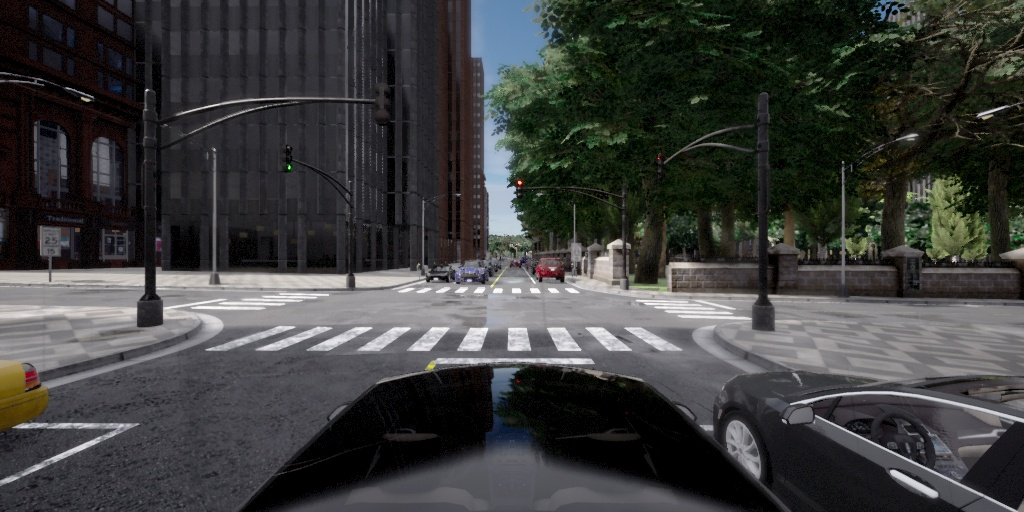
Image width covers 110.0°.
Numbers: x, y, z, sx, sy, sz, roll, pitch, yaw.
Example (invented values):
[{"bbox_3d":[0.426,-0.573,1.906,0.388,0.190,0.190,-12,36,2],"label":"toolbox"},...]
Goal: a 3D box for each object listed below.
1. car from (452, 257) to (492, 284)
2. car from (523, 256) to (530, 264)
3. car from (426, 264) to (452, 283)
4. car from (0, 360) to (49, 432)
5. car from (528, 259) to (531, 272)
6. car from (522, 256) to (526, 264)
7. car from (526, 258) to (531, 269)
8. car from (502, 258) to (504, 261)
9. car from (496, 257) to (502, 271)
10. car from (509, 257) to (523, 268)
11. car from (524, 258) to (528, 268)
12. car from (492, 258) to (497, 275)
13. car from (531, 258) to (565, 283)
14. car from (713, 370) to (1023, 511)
[{"bbox_3d":[-2.904,1.111,26.850,2.097,1.767,4.553,0,0,0],"label":"car"},{"bbox_3d":[3.186,1.230,55.670,1.967,1.591,4.097,0,0,0],"label":"car"},{"bbox_3d":[-5.554,1.326,28.447,1.948,1.339,4.313,0,0,0],"label":"car"},{"bbox_3d":[-5.766,1.275,1.613,1.751,1.417,4.829,0,0,0],"label":"car"},{"bbox_3d":[3.057,1.338,39.301,1.948,1.339,4.313,0,0,0],"label":"car"},{"bbox_3d":[3.229,1.236,61.126,1.967,1.591,4.097,0,0,0],"label":"car"},{"bbox_3d":[3.100,1.328,44.757,2.007,1.370,4.403,0,0,0],"label":"car"},{"bbox_3d":[-2.648,1.354,55.440,1.994,1.385,4.181,0,0,1],"label":"car"},{"bbox_3d":[-2.751,1.270,45.450,2.128,1.511,4.902,0,0,0],"label":"car"},{"bbox_3d":[0.554,1.322,61.261,1.812,1.442,4.674,0,0,0],"label":"car"},{"bbox_3d":[3.143,1.335,50.214,2.007,1.370,4.403,0,0,0],"label":"car"},{"bbox_3d":[-2.831,1.273,35.953,1.837,1.490,4.892,0,0,1],"label":"car"},{"bbox_3d":[2.971,1.075,28.389,2.192,1.841,5.009,0,0,0],"label":"car"},{"bbox_3d":[2.760,1.300,1.725,2.007,1.370,4.403,0,0,0],"label":"car"}]
